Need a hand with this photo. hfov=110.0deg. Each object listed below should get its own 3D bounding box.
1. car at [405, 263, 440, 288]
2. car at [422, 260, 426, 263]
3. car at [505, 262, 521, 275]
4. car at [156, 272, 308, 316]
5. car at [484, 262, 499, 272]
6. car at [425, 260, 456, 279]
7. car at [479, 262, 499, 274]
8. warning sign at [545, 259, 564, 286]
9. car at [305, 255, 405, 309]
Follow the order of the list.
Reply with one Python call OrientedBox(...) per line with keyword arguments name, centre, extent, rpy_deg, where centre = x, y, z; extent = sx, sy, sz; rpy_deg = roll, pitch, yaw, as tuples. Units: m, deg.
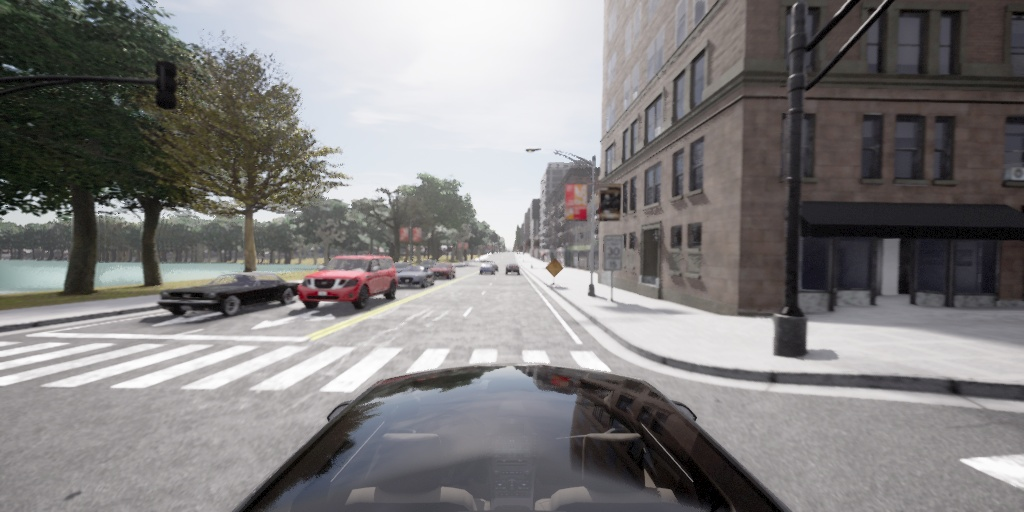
OrientedBox(name="car", centre=(-6.597, 1.383, 24.629), extent=(1.994, 1.385, 4.181), rpy_deg=(1, 0, 1))
OrientedBox(name="car", centre=(-9.820, 1.256, 42.294), extent=(2.097, 1.767, 4.553), rpy_deg=(1, 0, 0))
OrientedBox(name="car", centre=(0.083, 1.604, 46.055), extent=(1.837, 1.490, 4.892), rpy_deg=(1, 0, 0))
OrientedBox(name="car", centre=(-9.846, 1.279, 13.042), extent=(1.895, 1.301, 4.718), rpy_deg=(1, 0, 0))
OrientedBox(name="car", centre=(-3.181, 1.671, 56.441), extent=(1.994, 1.385, 4.181), rpy_deg=(1, 0, 0))
OrientedBox(name="car", centre=(-6.597, 1.377, 34.534), extent=(1.882, 1.535, 5.008), rpy_deg=(1, 0, 0))
OrientedBox(name="car", centre=(-3.165, 1.591, 45.979), extent=(2.033, 1.411, 5.357), rpy_deg=(1, 0, 0))
OrientedBox(name="warning sign", centre=(2.838, 1.094, 24.477), extent=(1.300, 1.860, 1.060), rpy_deg=(0, 0, 0))
OrientedBox(name="car", centre=(-6.591, 0.970, 15.243), extent=(2.150, 2.045, 5.566), rpy_deg=(1, 0, 0))
